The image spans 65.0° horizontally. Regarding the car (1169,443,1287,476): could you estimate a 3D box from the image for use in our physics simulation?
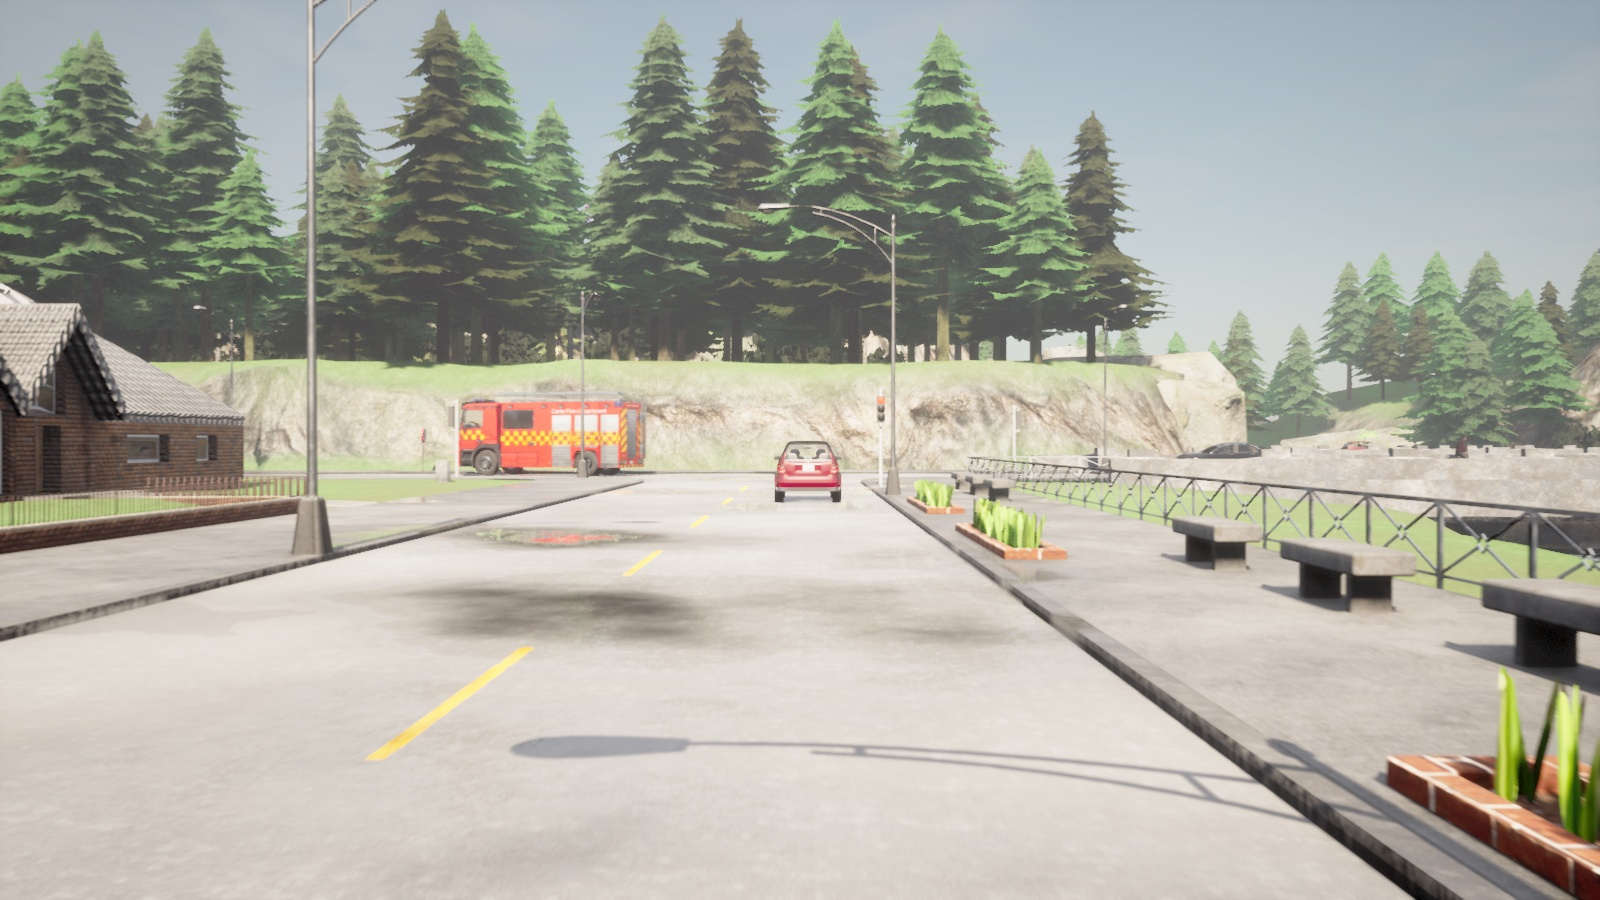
[{"bbox_3d":[19.899,0.437,58.553,4.892,1.490,1.837,0,0,0],"label":"car"}]

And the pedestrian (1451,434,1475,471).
[{"bbox_3d":[33.507,0.126,63.471,0.899,1.844,0.634,0,0,4],"label":"pedestrian"}]

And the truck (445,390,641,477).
[{"bbox_3d":[-11.849,-0.755,58.029,8.468,3.827,2.891,0,0,16],"label":"truck"}]

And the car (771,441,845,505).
[{"bbox_3d":[0.203,0.542,32.443,1.789,1.549,3.705,0,0,0],"label":"car"}]
